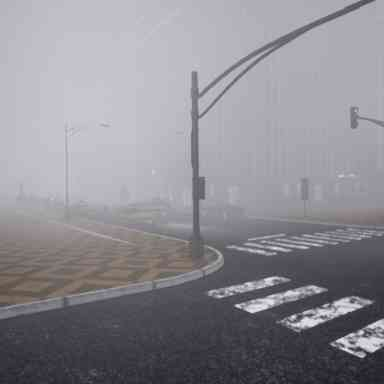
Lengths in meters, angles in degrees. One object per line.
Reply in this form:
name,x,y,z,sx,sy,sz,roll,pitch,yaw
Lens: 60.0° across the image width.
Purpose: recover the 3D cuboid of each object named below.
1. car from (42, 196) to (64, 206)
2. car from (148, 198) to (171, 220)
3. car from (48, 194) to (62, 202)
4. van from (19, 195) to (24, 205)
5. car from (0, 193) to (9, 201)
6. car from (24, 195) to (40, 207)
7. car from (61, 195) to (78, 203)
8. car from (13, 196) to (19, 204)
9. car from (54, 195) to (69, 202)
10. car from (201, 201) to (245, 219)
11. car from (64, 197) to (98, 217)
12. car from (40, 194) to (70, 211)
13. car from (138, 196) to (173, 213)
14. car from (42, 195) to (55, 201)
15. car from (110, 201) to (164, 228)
car,-22.020,1.415,52.477,2.033,1.411,5.357,-1,1,-36
car,-3.520,1.475,26.669,2.128,1.511,4.902,-1,1,-36
car,-30.022,1.251,72.760,1.967,1.590,4.097,-1,1,-36
van,-26.714,1.300,54.619,1.690,1.788,3.998,-1,1,-36
car,-46.138,1.446,81.719,1.887,1.381,4.507,-1,1,-36
car,-23.475,1.408,50.104,1.967,1.590,4.097,-1,1,-36
car,-23.545,1.380,63.728,2.008,1.369,4.403,-1,1,-36
car,-33.187,1.491,63.653,2.008,1.369,4.403,-1,1,-36
car,-26.783,1.402,68.245,1.802,1.307,4.206,-1,1,-36
car,2.462,1.450,27.673,2.008,1.369,4.403,-1,1,-36
car,-10.473,1.530,31.868,1.752,1.417,4.829,-1,1,-36
car,-16.999,1.426,41.071,1.967,1.590,4.097,-1,1,-36
car,-4.073,1.323,36.665,1.967,1.590,4.097,-1,1,-36
car,-33.358,1.326,77.415,1.752,1.417,4.829,-1,1,-36
car,-4.054,1.549,22.793,1.752,1.417,4.829,-1,1,-36
